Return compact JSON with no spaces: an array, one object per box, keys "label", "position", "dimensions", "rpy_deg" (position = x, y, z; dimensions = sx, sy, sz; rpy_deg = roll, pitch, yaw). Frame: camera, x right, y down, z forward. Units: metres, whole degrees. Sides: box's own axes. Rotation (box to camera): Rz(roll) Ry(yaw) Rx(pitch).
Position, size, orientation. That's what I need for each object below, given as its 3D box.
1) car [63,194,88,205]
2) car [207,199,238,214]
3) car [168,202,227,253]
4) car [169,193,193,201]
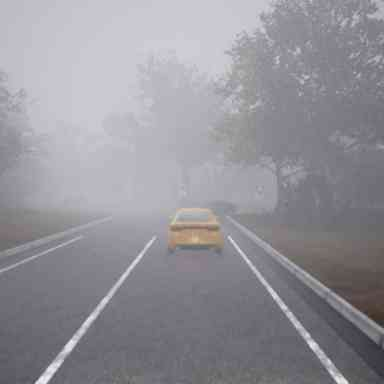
[{"label":"car","position":[-17.246,1.133,49.412],"dimensions":[1.837,1.490,4.892],"rpy_deg":[-1,0,11]},{"label":"car","position":[2.525,1.333,30.762],"dimensions":[1.994,1.385,4.181],"rpy_deg":[0,0,41]},{"label":"car","position":[0.101,1.377,13.274],"dimensions":[1.882,1.535,5.008],"rpy_deg":[0,0,0]},{"label":"car","position":[-1.991,0.878,63.026],"dimensions":[4.553,1.767,2.097],"rpy_deg":[0,0,0]}]
